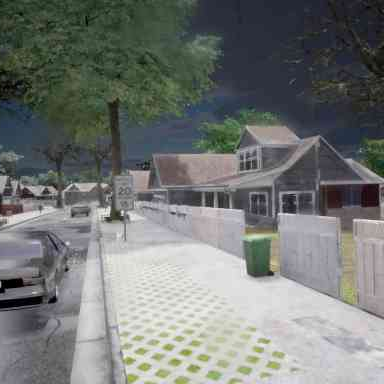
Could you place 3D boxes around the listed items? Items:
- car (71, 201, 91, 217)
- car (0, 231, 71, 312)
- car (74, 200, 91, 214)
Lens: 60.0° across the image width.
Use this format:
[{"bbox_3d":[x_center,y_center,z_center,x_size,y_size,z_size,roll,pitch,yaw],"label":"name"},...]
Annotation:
[{"bbox_3d":[-12.730,2.026,38.001,2.128,1.511,4.902,-2,-1,-16],"label":"car"},{"bbox_3d":[-4.103,1.671,8.101,2.033,1.411,5.357,-2,0,-16],"label":"car"},{"bbox_3d":[-15.542,2.076,47.497,2.097,1.767,4.553,-2,-1,-16],"label":"car"}]
